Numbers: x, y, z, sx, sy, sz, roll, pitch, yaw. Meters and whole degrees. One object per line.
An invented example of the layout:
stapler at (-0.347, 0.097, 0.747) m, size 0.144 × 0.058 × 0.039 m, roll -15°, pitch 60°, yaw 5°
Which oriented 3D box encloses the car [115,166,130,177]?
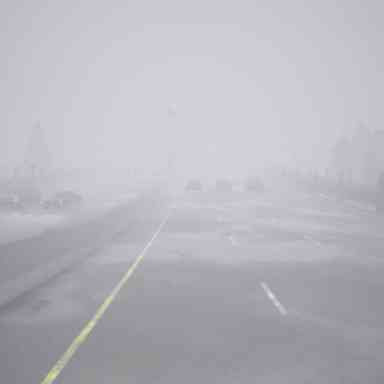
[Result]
car at (-13.708, -4.109, 65.919) m, size 2.150 × 2.045 × 5.566 m, roll 0°, pitch 7°, yaw 0°

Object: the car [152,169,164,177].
car at (-6.711, -3.867, 66.002) m, size 1.882 × 1.535 × 5.008 m, roll 0°, pitch 7°, yaw 1°

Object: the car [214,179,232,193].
car at (3.664, -0.838, 39.329) m, size 2.128 × 1.511 × 4.902 m, roll 0°, pitch 7°, yaw 1°

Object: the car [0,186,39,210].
car at (-13.979, 0.378, 26.958) m, size 2.097 × 1.767 × 4.553 m, roll 0°, pitch 5°, yaw 1°

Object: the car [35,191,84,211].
car at (-10.479, 0.624, 26.995) m, size 1.895 × 1.301 × 4.718 m, roll 0°, pitch 5°, yaw 1°

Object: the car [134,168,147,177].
car at (-10.209, -3.986, 65.989) m, size 2.097 × 1.767 × 4.553 m, roll 0°, pitch 6°, yaw 0°

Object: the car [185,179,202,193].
car at (0.164, -0.838, 39.353) m, size 2.128 × 1.511 × 4.902 m, roll 0°, pitch 7°, yaw 1°

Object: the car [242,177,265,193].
car at (7.163, -0.967, 39.191) m, size 2.097 × 1.767 × 4.553 m, roll 0°, pitch 6°, yaw 1°
